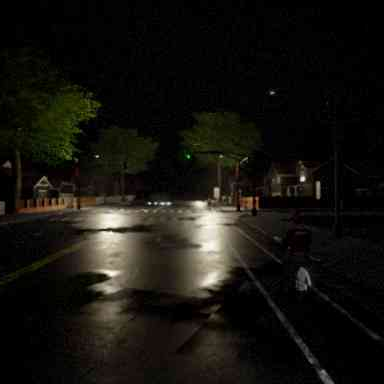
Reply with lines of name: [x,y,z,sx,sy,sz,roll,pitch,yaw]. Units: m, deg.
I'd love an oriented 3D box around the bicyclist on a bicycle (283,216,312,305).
bicyclist on a bicycle: [2.256,1.402,7.283,0.659,1.776,1.843,0,0,0]

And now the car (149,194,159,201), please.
car: [-9.655,1.283,83.677,2.097,1.767,4.553,0,0,0]

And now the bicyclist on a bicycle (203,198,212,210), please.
bicyclist on a bicycle: [2.313,1.618,44.397,0.866,1.612,1.509,0,0,0]

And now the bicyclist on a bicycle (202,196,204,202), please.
bicyclist on a bicycle: [2.330,1.727,71.525,0.582,1.620,1.656,0,0,0]

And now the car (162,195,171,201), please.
car: [-6.406,1.523,83.613,1.895,1.301,4.718,0,0,0]
